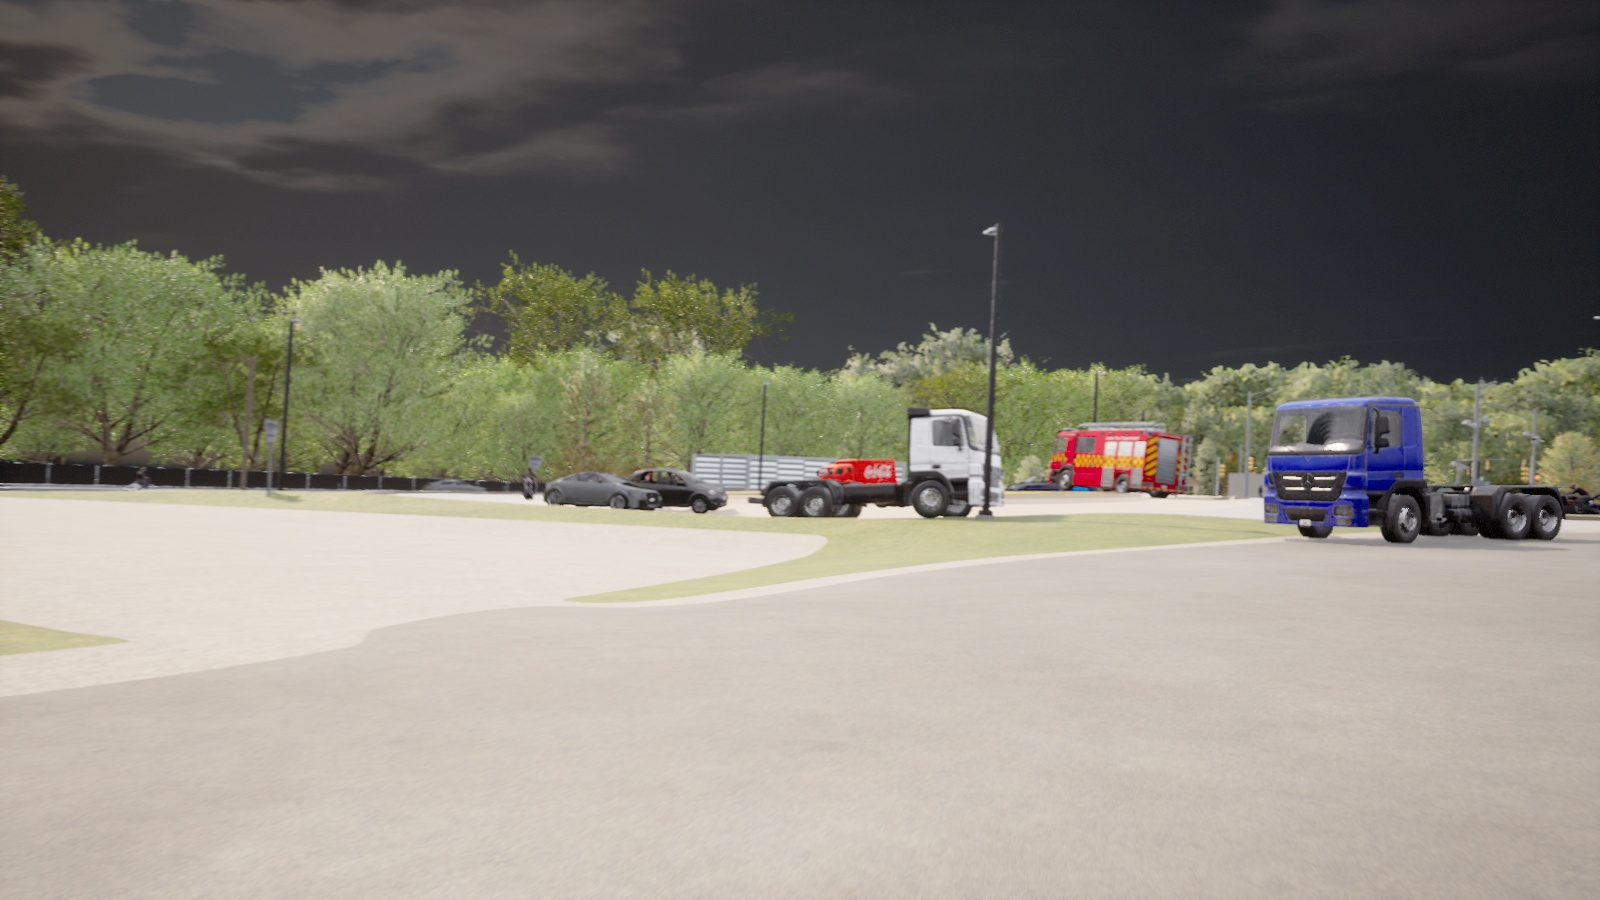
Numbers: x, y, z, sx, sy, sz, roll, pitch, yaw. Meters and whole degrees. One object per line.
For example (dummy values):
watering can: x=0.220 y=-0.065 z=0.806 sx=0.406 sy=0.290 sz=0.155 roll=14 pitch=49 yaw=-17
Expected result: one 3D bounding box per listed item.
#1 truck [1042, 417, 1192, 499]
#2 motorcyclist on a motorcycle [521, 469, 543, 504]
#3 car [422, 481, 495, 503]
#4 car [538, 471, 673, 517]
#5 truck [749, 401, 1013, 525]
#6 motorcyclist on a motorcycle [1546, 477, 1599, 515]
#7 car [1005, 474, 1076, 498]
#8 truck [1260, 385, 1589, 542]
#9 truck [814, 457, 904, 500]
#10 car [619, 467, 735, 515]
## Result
truck: x=16.737 y=0.424 z=67.071 sx=2.891 sy=3.827 sz=8.468 roll=7 pitch=-2 yaw=-23
motorcyclist on a motorcycle: x=-12.807 y=1.731 z=60.083 sx=0.766 sy=1.649 sz=2.350 roll=0 pitch=-2 yaw=-7
car: x=-25.835 y=3.211 z=95.051 sx=4.902 sy=1.511 sz=2.128 roll=3 pitch=-2 yaw=-30
car: x=-6.797 y=1.537 z=43.911 sx=4.181 sy=1.385 sz=1.994 roll=1 pitch=-3 yaw=25
truck: x=2.564 y=0.554 z=40.597 sx=7.936 sy=3.462 sz=2.891 roll=-3 pitch=-5 yaw=25
motorcyclist on a motorcycle: x=32.342 y=1.920 z=52.215 sx=2.191 sy=1.530 sz=0.866 roll=0 pitch=-3 yaw=37
car: x=15.797 y=2.332 z=82.410 sx=4.193 sy=1.474 sz=1.816 roll=0 pitch=0 yaw=-9
truck: x=15.315 y=0.346 z=30.692 sx=7.936 sy=3.462 sz=2.891 roll=0 pitch=-1 yaw=-26
truck: x=3.829 y=1.849 z=81.405 sx=5.204 sy=2.467 sz=2.627 roll=-1 pitch=-2 yaw=-37
car: x=-4.619 y=1.528 z=47.403 sx=3.988 sy=1.617 sz=1.851 roll=1 pitch=3 yaw=14
